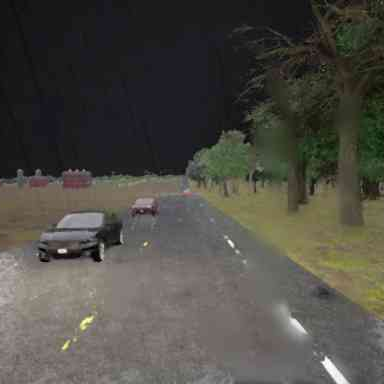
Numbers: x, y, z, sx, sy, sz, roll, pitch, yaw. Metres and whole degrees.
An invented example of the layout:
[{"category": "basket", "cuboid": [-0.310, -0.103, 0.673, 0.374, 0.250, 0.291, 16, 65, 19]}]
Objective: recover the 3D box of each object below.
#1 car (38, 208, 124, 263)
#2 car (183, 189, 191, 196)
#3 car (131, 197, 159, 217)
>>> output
[{"category": "car", "cuboid": [-3.744, 1.402, 12.003, 1.882, 1.535, 5.008, -1, 0, -1]}, {"category": "car", "cuboid": [-1.269, 0.040, 88.684, 2.097, 1.767, 4.553, -1, 1, -1]}, {"category": "car", "cuboid": [-3.949, 1.209, 28.537, 1.882, 1.535, 5.008, -1, 0, 0]}]
